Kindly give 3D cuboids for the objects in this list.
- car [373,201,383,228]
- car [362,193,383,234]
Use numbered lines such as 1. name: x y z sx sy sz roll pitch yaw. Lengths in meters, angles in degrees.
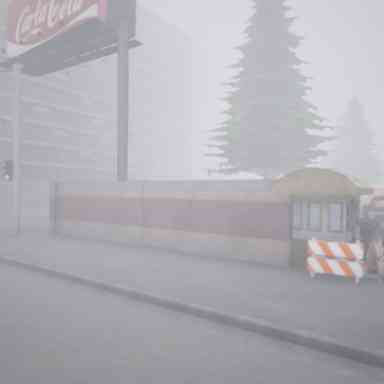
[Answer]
1. car: 12.638 1.335 18.670 4.193 1.474 1.816 1 0 35
2. car: 10.697 1.141 16.614 3.866 1.878 1.905 1 0 35
